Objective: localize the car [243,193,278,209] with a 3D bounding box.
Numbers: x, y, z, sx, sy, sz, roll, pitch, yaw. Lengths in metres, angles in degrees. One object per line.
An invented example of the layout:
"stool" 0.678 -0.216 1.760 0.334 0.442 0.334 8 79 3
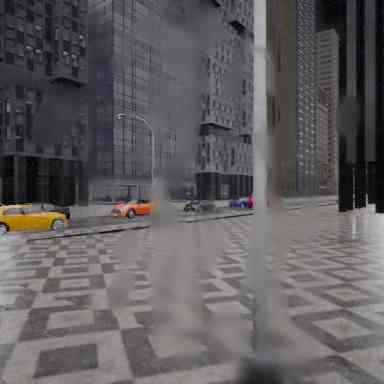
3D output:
"car" 9.340 1.165 43.620 2.150 2.045 5.566 0 0 37

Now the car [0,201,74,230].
"car" -10.520 1.458 21.882 1.882 1.535 5.008 0 0 36

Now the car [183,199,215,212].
"car" 0.869 1.519 37.446 1.994 1.385 4.181 0 0 36

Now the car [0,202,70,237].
"car" -9.319 1.461 18.106 1.882 1.535 5.008 0 0 36

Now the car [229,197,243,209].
"car" 6.888 1.419 45.596 1.882 1.535 5.008 0 0 38

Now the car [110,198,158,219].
"car" -5.030 1.320 29.385 2.097 1.767 4.553 0 0 36
